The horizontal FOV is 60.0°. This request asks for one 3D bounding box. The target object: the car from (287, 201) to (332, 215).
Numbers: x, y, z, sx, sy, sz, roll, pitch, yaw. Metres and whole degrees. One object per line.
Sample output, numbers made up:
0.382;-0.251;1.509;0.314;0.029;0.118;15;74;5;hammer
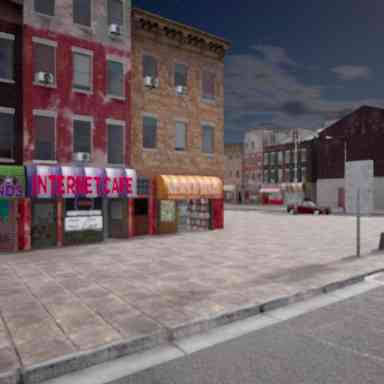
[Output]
11.502;1.577;32.840;1.887;1.381;4.507;-1;0;-36;car
